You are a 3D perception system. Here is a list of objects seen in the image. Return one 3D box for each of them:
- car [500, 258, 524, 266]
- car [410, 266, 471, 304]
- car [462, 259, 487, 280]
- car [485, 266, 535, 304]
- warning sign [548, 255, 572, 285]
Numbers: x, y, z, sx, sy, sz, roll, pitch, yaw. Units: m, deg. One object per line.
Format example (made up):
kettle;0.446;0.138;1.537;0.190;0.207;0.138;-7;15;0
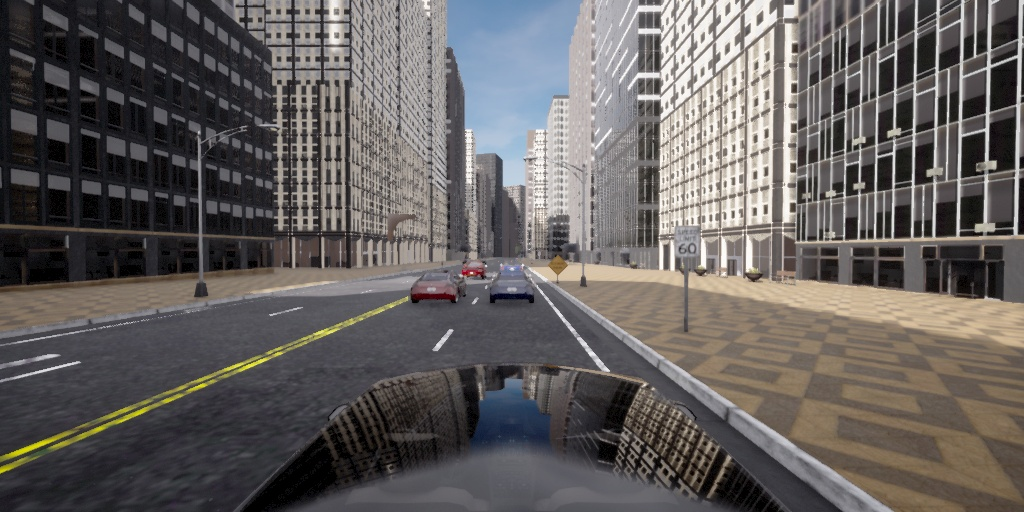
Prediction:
car;0.000;1.107;31.474;2.097;1.767;4.553;0;0;0
car;-3.250;1.317;16.503;1.994;1.385;4.181;0;0;0
car;-3.250;1.226;31.504;1.882;1.535;5.008;0;0;0
car;0.000;1.317;16.503;1.994;1.385;4.181;0;0;0
warning sign;2.850;0.858;22.470;1.300;1.860;1.060;0;0;0
